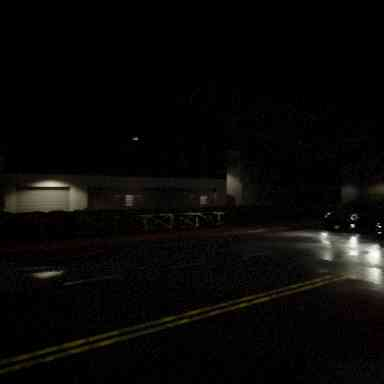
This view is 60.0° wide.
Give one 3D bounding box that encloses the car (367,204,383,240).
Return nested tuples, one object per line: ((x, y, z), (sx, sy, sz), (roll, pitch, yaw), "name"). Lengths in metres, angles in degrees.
((10.748, 1.464, 15.916), (5.008, 1.535, 1.882), (0, 0, -35), "car")

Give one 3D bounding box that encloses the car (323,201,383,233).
((9.762, 1.337, 19.501), (4.553, 1.767, 2.097), (0, 0, -35), "car")
